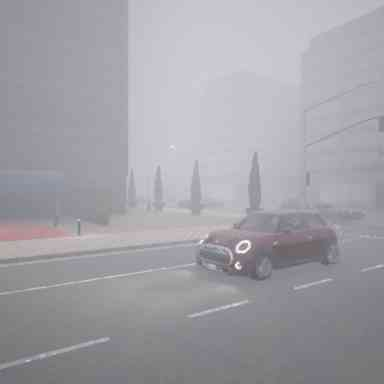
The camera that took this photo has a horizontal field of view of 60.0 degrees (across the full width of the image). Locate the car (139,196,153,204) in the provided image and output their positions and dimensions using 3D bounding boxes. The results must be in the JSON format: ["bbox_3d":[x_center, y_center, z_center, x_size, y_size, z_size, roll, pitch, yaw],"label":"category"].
[{"bbox_3d":[-9.524,1.547,63.933,2.033,1.411,5.357,0,0,-35],"label":"car"}]

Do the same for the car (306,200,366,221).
[{"bbox_3d":[11.467,1.600,26.967,1.895,1.301,4.718,0,0,-29],"label":"car"}]

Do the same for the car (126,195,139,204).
[{"bbox_3d":[-12.228,1.349,61.687,2.097,1.767,4.553,0,0,-35],"label":"car"}]

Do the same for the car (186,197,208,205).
[{"bbox_3d":[0.895,1.564,61.402,1.994,1.385,4.181,0,0,-34],"label":"car"}]

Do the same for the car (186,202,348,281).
[{"bbox_3d":[2.337,1.352,9.958,4.553,1.767,2.097,0,0,-36],"label":"car"}]

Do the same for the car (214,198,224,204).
[{"bbox_3d":[2.438,1.477,46.635,1.882,1.535,5.008,0,0,-35],"label":"car"}]

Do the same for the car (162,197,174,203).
[{"bbox_3d":[-4.763,1.600,69.567,1.895,1.301,4.718,0,0,-34],"label":"car"}]

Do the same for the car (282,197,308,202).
[{"bbox_3d":[11.178,1.352,34.115,2.097,1.767,4.553,0,0,-35],"label":"car"}]

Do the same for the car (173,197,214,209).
[{"bbox_3d":[0.136,1.547,43.815,2.033,1.411,5.357,0,0,-35],"label":"car"}]
